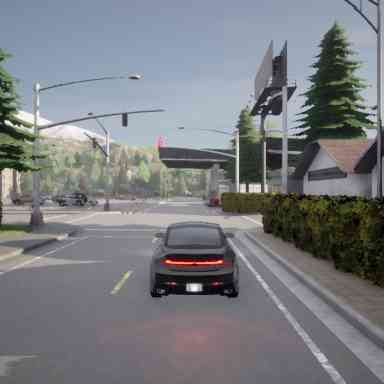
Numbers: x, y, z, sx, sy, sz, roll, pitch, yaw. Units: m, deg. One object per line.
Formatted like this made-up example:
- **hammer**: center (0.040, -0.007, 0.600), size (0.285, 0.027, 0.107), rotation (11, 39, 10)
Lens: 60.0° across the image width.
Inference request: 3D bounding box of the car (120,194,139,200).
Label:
- **car**: center (-16.481, 1.339, 87.671), size (4.514, 1.523, 2.007), rotation (0, 0, 0)

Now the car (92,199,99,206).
- **car**: center (-16.167, 1.361, 50.278), size (3.806, 1.475, 1.970), rotation (0, 0, 0)

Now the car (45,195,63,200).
- **car**: center (-35.077, 1.384, 84.577), size (3.806, 1.475, 1.970), rotation (0, 0, 0)

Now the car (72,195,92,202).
- **car**: center (-24.018, 1.319, 72.646), size (3.633, 1.501, 1.845), rotation (0, 0, 0)

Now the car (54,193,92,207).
- **car**: center (-16.760, 1.077, 46.950), size (3.866, 1.878, 1.905), rotation (0, 0, 0)

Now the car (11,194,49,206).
- **car**: center (-24.646, 1.097, 50.192), size (4.605, 1.855, 1.932), rotation (0, 0, 0)

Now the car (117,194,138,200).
- **car**: center (-16.411, 1.330, 84.534), size (5.027, 1.636, 2.152), rotation (0, 0, 0)

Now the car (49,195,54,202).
- **car**: center (-24.005, 1.298, 62.653), size (4.514, 1.523, 2.007), rotation (0, 0, 0)

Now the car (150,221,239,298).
- **car**: center (0.061, 1.505, 8.527), size (1.837, 1.490, 4.892), rotation (0, 0, 0)
